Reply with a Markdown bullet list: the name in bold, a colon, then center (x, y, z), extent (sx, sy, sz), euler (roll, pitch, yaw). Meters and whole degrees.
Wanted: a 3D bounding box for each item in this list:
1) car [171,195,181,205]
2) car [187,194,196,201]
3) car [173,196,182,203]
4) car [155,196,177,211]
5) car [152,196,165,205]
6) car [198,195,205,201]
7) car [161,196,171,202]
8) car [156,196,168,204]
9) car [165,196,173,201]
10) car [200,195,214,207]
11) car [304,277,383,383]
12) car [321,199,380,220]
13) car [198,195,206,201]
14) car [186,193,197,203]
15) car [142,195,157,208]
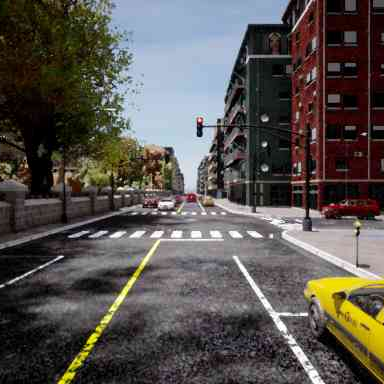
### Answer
- **car**: center (-3.176, 1.559, 50.821), extent (2.033, 1.411, 5.357), euler (0, 0, 0)
- **car**: center (-0.133, 1.306, 82.796), extent (2.097, 1.767, 4.553), euler (0, 0, 0)
- **car**: center (-3.113, 1.545, 70.838), extent (1.812, 1.442, 4.674), euler (0, 0, 0)
- **car**: center (-3.135, 1.532, 41.186), extent (1.812, 1.442, 4.674), euler (0, 0, -1)
- **car**: center (-5.788, 1.457, 58.150), extent (1.967, 1.590, 4.097), euler (0, 0, 0)
- **car**: center (2.540, 1.593, 91.375), extent (1.887, 1.381, 4.507), euler (0, 0, 0)
- **car**: center (-5.814, 1.613, 74.755), extent (1.802, 1.307, 4.206), euler (0, 0, 0)
- **car**: center (-5.796, 1.566, 63.685), extent (1.887, 1.381, 4.507), euler (0, 0, 0)
- **car**: center (-5.831, 1.624, 85.826), extent (1.802, 1.307, 4.206), euler (0, 0, 0)
- **car**: center (2.602, 1.538, 52.799), extent (1.752, 1.417, 4.829), euler (0, 0, 0)
- **car**: center (2.682, 1.525, 3.698), extent (1.752, 1.417, 4.829), euler (0, 0, 0)
- **car**: center (14.566, 1.591, 30.539), extent (5.009, 1.841, 2.192), euler (1, -1, 0)
- **car**: center (2.549, 1.587, 85.840), extent (1.887, 1.381, 4.507), euler (0, 0, 0)
- **car**: center (-0.116, 1.245, 72.436), extent (2.150, 2.045, 5.566), euler (0, 0, 0)
- **car**: center (-5.770, 1.324, 47.080), extent (2.192, 1.841, 5.009), euler (0, 0, 0)
